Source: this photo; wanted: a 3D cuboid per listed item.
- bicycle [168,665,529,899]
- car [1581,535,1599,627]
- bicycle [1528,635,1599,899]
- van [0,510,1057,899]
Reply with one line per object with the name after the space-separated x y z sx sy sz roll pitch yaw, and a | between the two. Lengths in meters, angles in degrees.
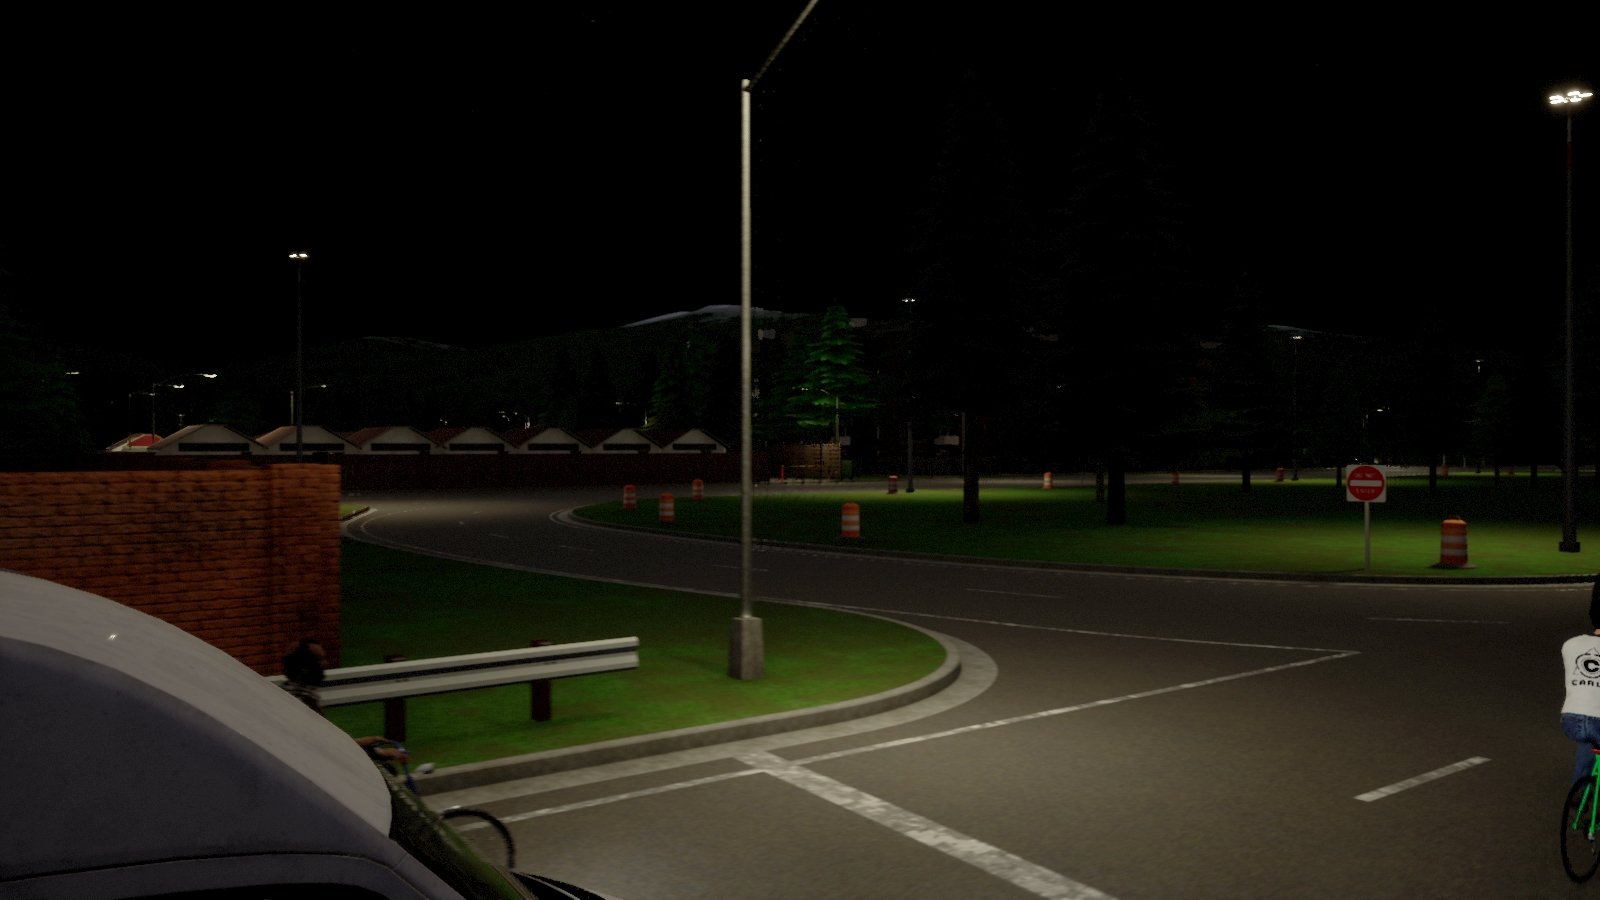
-2.442 2.054 6.335 1.835 1.471 0.329 0 0 -35 | bicycle
14.628 2.072 18.467 4.181 1.385 1.994 0 0 -35 | car
5.440 2.036 7.638 1.643 1.496 0.373 0 0 -35 | bicycle
-2.303 1.533 2.139 5.915 2.561 1.988 0 0 -35 | van
